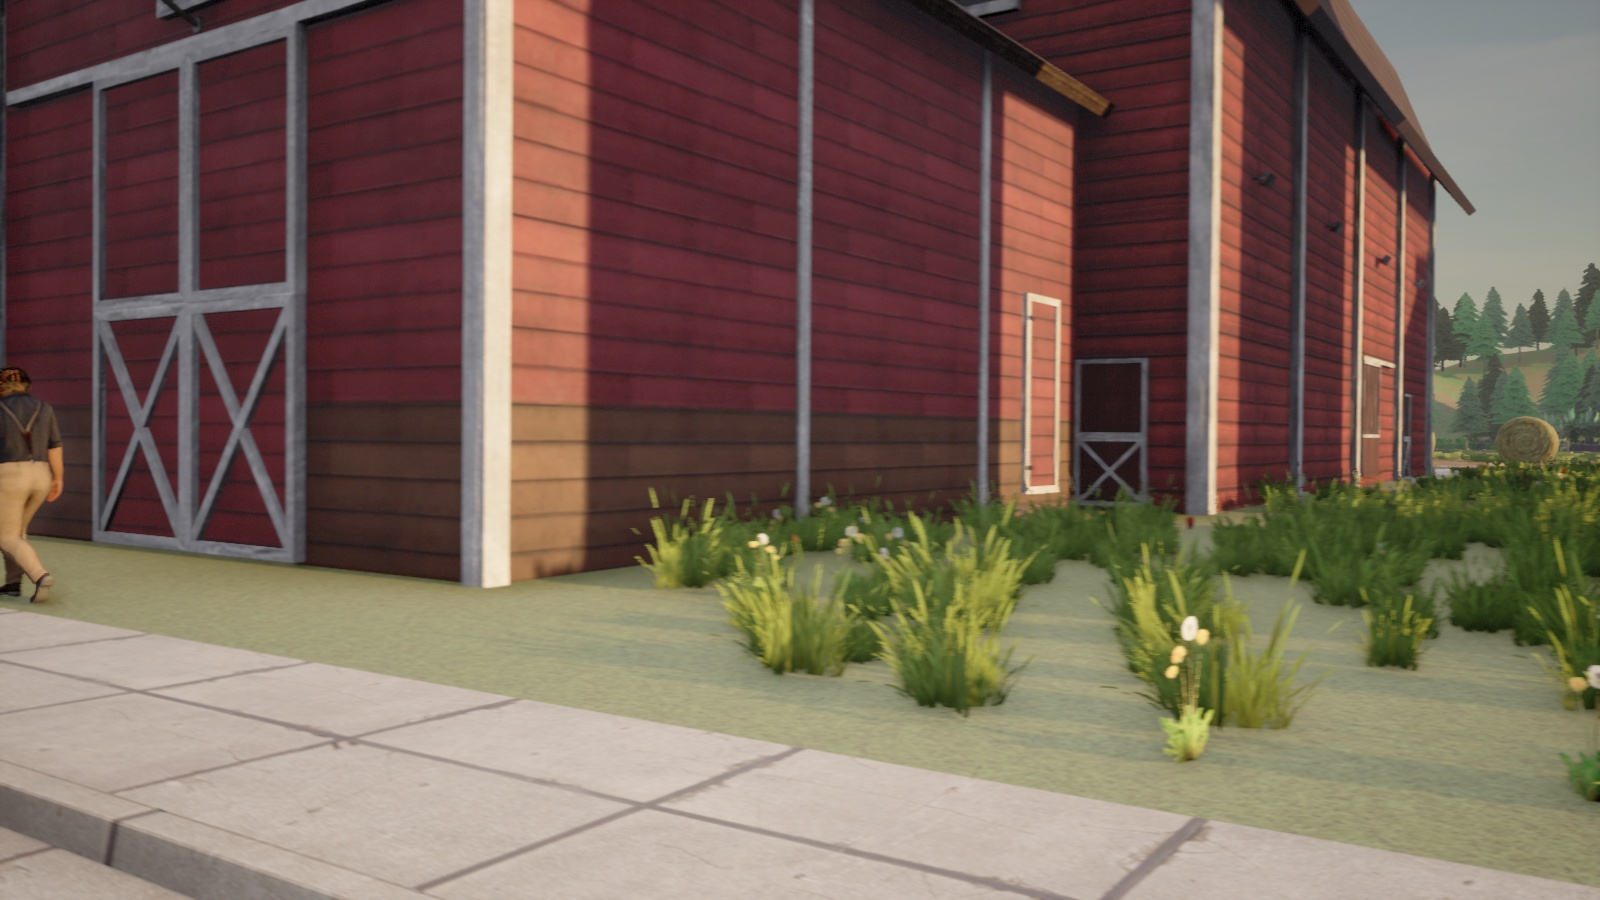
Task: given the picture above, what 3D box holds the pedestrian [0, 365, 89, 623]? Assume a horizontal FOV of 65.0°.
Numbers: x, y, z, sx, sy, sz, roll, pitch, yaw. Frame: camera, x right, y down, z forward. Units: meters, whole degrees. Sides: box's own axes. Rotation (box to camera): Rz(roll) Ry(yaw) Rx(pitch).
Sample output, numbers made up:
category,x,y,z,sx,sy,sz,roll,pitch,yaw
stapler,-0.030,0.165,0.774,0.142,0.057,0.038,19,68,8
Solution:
category,x,y,z,sx,sy,sz,roll,pitch,yaw
pedestrian,-5.808,0.310,9.407,0.694,1.848,0.540,0,1,32
